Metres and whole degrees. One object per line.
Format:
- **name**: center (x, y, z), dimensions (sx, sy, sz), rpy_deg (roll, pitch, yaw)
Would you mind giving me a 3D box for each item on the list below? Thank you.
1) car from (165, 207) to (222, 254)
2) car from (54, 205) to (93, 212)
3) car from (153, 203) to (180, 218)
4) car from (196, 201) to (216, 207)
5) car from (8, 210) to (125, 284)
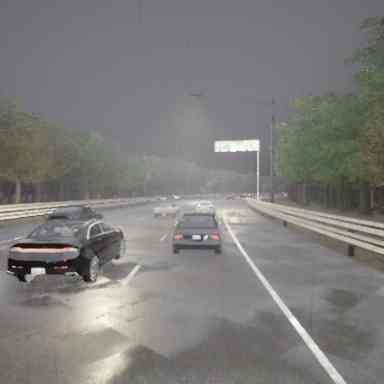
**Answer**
- **car**: center (0.242, 1.568, 13.660), dimensions (2.033, 1.411, 5.357), rpy_deg (0, 0, 2)
- **car**: center (-6.452, 1.515, 18.740), dimensions (1.837, 1.490, 4.892), rpy_deg (0, 0, 3)
- **car**: center (-2.217, 1.630, 30.689), dimensions (1.895, 1.301, 4.718), rpy_deg (0, 0, 4)
- **car**: center (1.338, 1.566, 32.184), dimensions (1.812, 1.442, 4.674), rpy_deg (0, 0, 5)
- **car**: center (-3.268, 1.499, 9.626), dimensions (2.128, 1.511, 4.902), rpy_deg (0, 0, 1)
